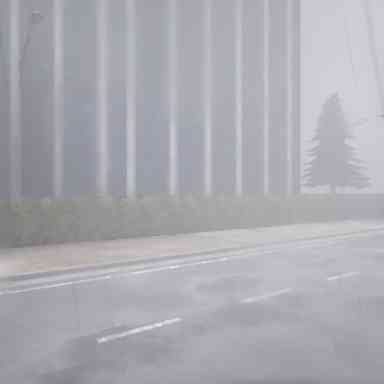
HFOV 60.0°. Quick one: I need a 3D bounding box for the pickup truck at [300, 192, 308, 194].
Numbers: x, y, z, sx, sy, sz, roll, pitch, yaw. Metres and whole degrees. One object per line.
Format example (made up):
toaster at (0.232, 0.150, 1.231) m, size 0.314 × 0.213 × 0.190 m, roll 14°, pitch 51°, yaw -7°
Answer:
pickup truck at (25.112, 1.056, 75.217) m, size 2.390 × 2.098 × 6.274 m, roll 0°, pitch 0°, yaw -6°
